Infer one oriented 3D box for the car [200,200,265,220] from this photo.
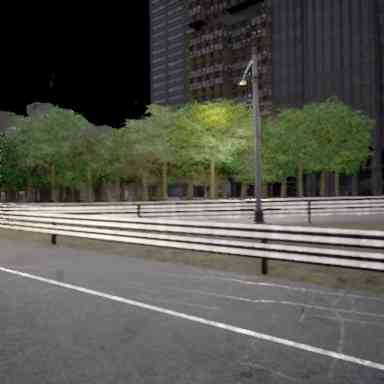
[{"bbox_3d":[2.960,1.277,25.006,4.718,1.301,1.895,-1,-1,3],"label":"car"}]
